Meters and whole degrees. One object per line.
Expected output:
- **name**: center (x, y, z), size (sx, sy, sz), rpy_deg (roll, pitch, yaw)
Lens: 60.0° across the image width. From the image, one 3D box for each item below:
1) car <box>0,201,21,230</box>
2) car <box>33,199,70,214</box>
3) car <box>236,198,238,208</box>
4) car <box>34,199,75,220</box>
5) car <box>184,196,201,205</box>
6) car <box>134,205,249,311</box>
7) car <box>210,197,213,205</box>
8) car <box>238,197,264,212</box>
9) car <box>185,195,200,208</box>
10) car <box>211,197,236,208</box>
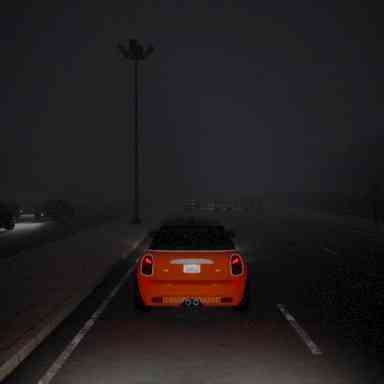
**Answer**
- **car**: center (-11.584, 1.352, 17.899), size (2.097, 1.767, 4.553), rpy_deg (0, 0, 0)
- **car**: center (-15.004, 1.505, 35.727), size (1.837, 1.490, 4.892), rpy_deg (0, 0, 1)
- **car**: center (7.146, 1.547, 49.200), size (2.033, 1.411, 5.357), rpy_deg (0, 0, 0)
- **car**: center (-11.567, 1.492, 28.222), size (2.128, 1.511, 4.902), rpy_deg (0, 0, 1)
- **car**: center (0.079, 1.492, 38.825), size (2.128, 1.511, 4.902), rpy_deg (0, 0, 0)
- **car**: center (-0.001, 1.352, 7.919), size (2.097, 1.767, 4.553), rpy_deg (0, 0, 0)
- **car**: center (3.646, 1.492, 49.220), size (2.128, 1.511, 4.902), rpy_deg (0, 0, 0)
- **car**: center (7.081, 1.352, 39.249), size (2.097, 1.767, 4.553), rpy_deg (0, 0, 0)
- **car**: center (0.146, 1.352, 49.211), size (2.097, 1.767, 4.553), rpy_deg (0, 0, 0)
- **car**: center (3.579, 1.601, 38.915), size (1.895, 1.301, 4.718), rpy_deg (0, 0, 0)
